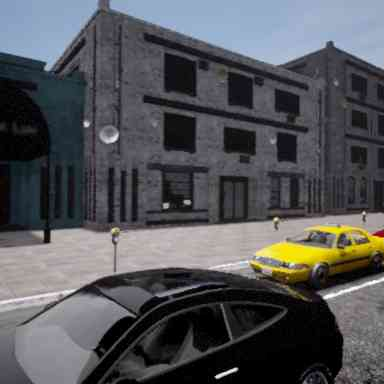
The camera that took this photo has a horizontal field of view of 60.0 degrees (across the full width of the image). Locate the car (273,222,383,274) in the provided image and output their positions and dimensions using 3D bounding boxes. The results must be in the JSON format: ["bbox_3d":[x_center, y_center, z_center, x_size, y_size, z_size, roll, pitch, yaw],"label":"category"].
[{"bbox_3d":[3.712,1.542,9.188,4.829,1.417,1.752,0,0,-35],"label":"car"}]

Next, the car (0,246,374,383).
[{"bbox_3d":[-0.463,1.528,3.036,4.674,1.442,1.812,0,0,-35],"label":"car"}]
